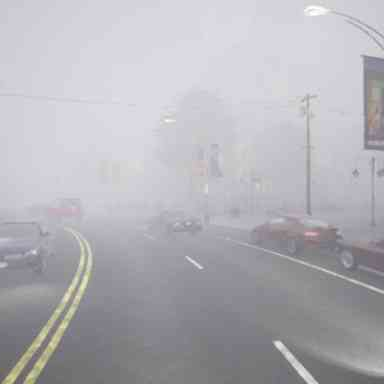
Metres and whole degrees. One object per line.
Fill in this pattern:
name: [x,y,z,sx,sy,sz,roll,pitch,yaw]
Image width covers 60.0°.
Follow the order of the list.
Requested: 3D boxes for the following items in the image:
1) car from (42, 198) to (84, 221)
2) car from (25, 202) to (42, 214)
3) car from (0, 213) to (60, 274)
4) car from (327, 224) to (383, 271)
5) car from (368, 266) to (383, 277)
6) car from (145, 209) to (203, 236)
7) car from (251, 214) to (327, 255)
car: [-11.600,1.541,30.151,2.150,2.045,5.566,0,-1,-36]
car: [-18.111,1.895,38.861,1.882,1.535,5.008,0,0,-37]
car: [-5.566,1.643,10.769,1.812,1.442,4.674,0,-1,-17]
car: [5.712,1.674,8.536,1.895,1.301,4.718,0,-1,-8]
car: [3.221,1.580,1.901,1.994,1.385,4.181,0,-1,-3]
car: [-1.237,1.751,19.947,2.033,1.411,5.357,0,-1,-25]
car: [4.229,1.657,14.072,2.002,1.452,4.674,0,-1,-18]
